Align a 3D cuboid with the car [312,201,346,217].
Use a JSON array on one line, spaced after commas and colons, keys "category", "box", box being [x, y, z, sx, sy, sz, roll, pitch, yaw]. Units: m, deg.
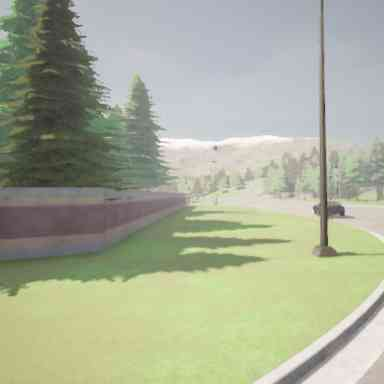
[{"category": "car", "box": [13.489, 1.650, 33.057, 1.837, 1.490, 4.892, 0, -1, 0]}]
